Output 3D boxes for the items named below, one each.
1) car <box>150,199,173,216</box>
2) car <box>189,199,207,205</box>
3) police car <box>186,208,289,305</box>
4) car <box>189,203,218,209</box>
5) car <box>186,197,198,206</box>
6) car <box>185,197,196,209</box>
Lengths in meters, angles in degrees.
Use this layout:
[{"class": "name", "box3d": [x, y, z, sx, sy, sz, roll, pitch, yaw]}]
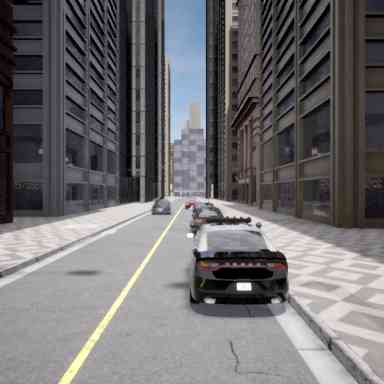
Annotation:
[{"class": "car", "box3d": [-3.006, 1.532, 33.482, 1.837, 1.490, 4.892, 0, 0, 0]}, {"class": "car", "box3d": [0.895, 1.520, 24.210, 1.837, 1.490, 4.892, 0, 0, 0]}, {"class": "police car", "box3d": [0.898, 1.427, 8.319, 1.930, 1.638, 5.238, 0, 0, 0]}, {"class": "car", "box3d": [0.896, 1.535, 18.210, 1.812, 1.442, 4.674, 0, 0, 0]}, {"class": "car", "box3d": [-0.009, 1.643, 58.988, 1.994, 1.385, 4.181, 0, 0, 0]}, {"class": "car", "box3d": [0.028, 1.648, 45.964, 1.895, 1.301, 4.718, 0, 0, 0]}]
